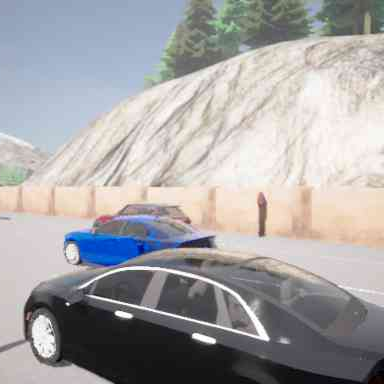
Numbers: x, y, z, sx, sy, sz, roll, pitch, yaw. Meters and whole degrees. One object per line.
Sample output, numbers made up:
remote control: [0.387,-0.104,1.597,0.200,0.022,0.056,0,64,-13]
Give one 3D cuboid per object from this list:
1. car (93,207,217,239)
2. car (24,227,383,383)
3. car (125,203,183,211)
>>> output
car: [-1.615,1.400,9.438,5.008,1.535,1.882,1,0,35]
car: [-0.158,1.477,4.102,4.892,1.490,1.837,1,0,35]
car: [-2.161,1.237,14.122,4.553,1.767,2.097,1,0,35]
